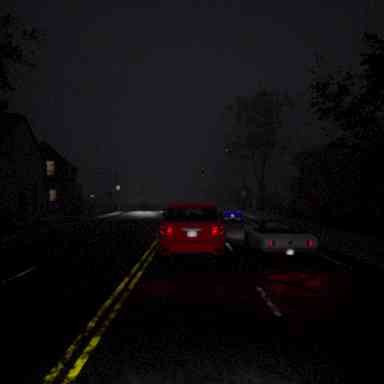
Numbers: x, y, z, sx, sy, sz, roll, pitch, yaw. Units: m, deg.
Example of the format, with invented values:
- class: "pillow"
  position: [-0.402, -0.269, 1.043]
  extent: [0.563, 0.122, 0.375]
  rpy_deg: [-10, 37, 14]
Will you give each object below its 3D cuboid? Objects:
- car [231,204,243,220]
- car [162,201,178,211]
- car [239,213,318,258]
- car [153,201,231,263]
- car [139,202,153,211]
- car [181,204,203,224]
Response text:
- class: "car"
  position: [3.280, 1.766, 29.229]
  extent: [1.882, 1.535, 5.008]
  rpy_deg: [0, 0, 0]
- class: "car"
  position: [-3.246, 2.023, 49.514]
  extent: [2.033, 1.411, 5.357]
  rpy_deg: [0, -1, 0]
- class: "car"
  position: [3.268, 1.735, 13.236]
  extent: [1.895, 1.301, 4.718]
  rpy_deg: [0, -1, 0]
- class: "car"
  position: [0.012, 1.352, 12.560]
  extent: [2.150, 2.045, 5.566]
  rpy_deg: [0, 0, 0]
- class: "car"
  position: [-6.503, 2.070, 48.784]
  extent: [1.895, 1.301, 4.718]
  rpy_deg: [0, -1, 0]
- class: "car"
  position: [0.027, 1.811, 28.881]
  extent: [1.812, 1.442, 4.674]
  rpy_deg: [0, 0, 0]
